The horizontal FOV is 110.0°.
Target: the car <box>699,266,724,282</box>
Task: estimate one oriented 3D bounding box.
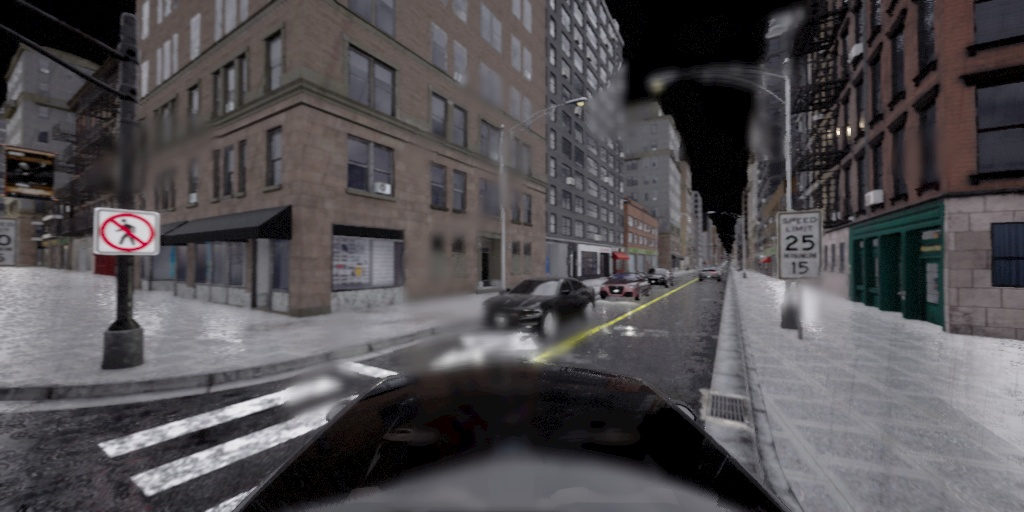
[{"bbox_3d":[20.102,1.807,36.320,2.128,1.511,4.902,-1,-1,32],"label":"car"}]

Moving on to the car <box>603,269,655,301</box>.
[{"bbox_3d":[6.257,1.596,19.631,1.994,1.385,4.181,-1,-1,32],"label":"car"}]

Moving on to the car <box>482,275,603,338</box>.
[{"bbox_3d":[1.034,1.368,11.064,1.882,1.535,5.008,-1,-1,31],"label":"car"}]

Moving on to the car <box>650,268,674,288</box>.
[{"bbox_3d":[11.666,1.683,28.511,1.837,1.490,4.892,-1,-1,32],"label":"car"}]
